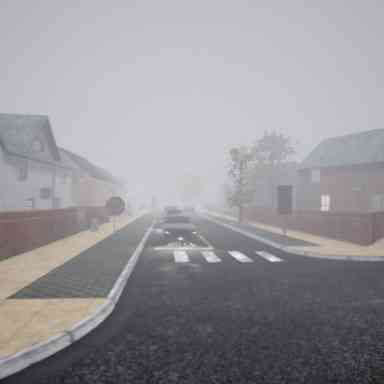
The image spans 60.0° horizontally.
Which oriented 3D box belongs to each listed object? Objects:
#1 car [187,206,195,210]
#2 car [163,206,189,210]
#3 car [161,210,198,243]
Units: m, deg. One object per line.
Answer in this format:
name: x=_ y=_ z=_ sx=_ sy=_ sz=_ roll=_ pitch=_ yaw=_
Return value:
car: x=-0.489 y=2.992 z=53.874 sx=2.128 sy=1.511 sz=4.902 roll=1 pitch=-2 yaw=-4
car: x=-1.554 y=2.258 z=29.408 sx=1.837 sy=1.490 sz=4.892 roll=1 pitch=-2 yaw=-4
car: x=-0.764 y=2.009 z=19.180 sx=2.033 sy=1.411 sz=5.357 roll=1 pitch=-2 yaw=-5
